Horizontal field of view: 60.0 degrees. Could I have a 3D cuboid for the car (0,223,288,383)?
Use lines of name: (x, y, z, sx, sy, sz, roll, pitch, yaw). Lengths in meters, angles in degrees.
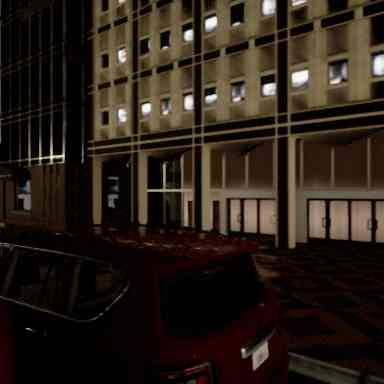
car: (-1.429, 1.311, 3.898, 5.009, 1.841, 2.192, 0, 0, 35)
